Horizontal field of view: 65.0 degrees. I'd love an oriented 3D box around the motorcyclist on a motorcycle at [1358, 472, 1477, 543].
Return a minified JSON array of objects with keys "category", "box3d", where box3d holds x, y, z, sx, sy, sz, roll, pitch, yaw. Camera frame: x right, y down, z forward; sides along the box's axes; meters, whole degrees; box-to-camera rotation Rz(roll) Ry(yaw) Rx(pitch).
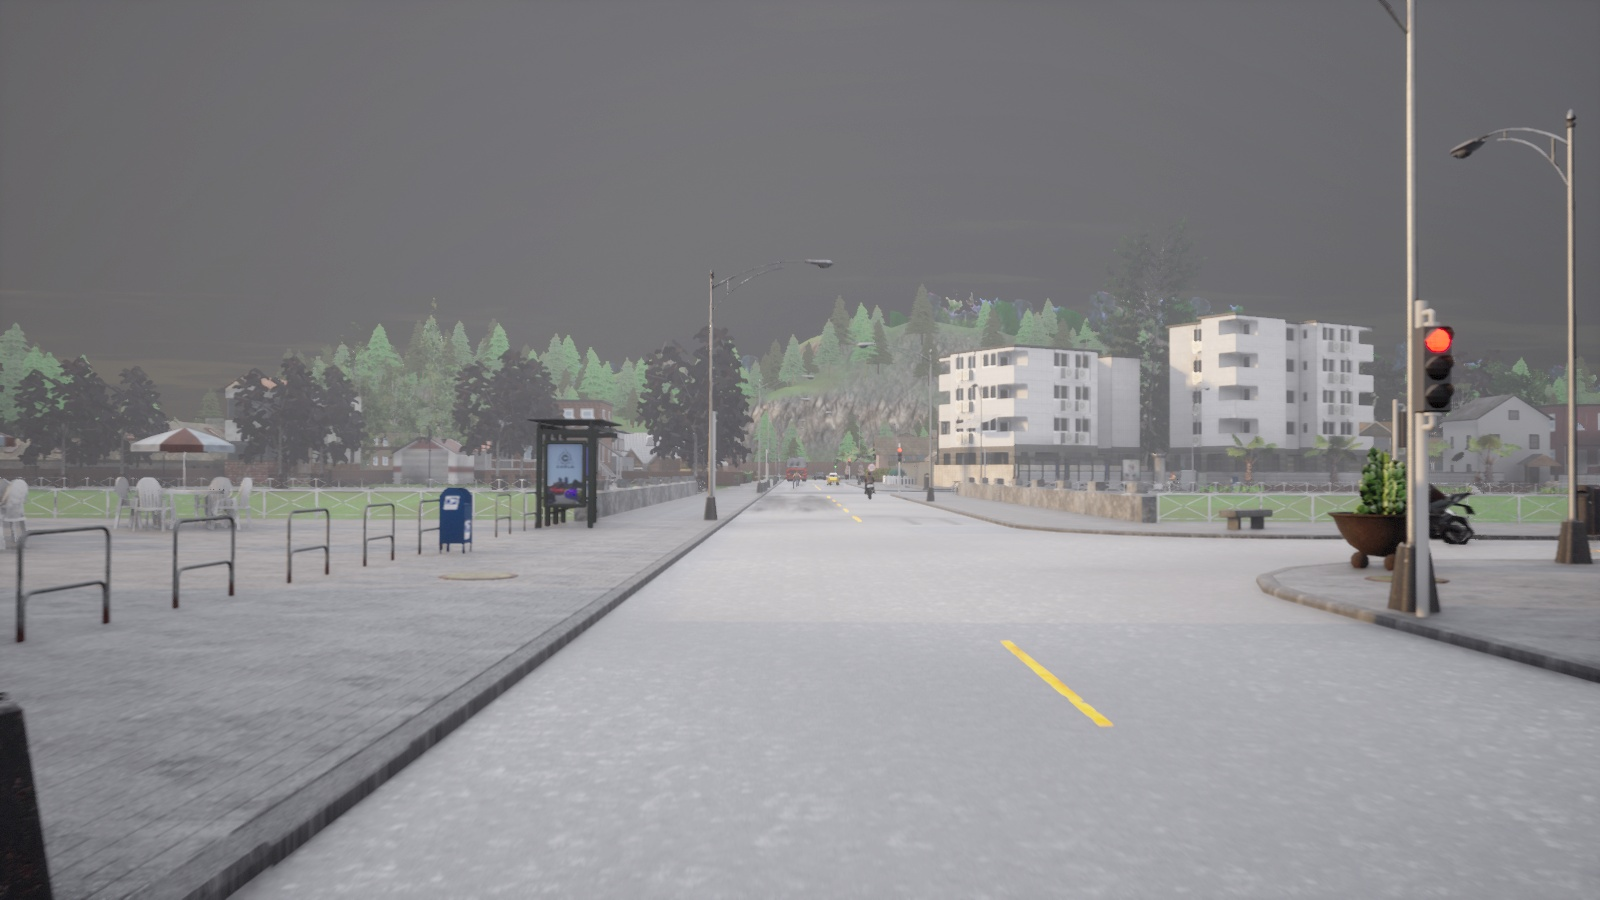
[{"category":"motorcyclist on a motorcycle","box3d":[13.573,1.258,27.655,2.191,1.530,0.866,0,-1,-1]}]
